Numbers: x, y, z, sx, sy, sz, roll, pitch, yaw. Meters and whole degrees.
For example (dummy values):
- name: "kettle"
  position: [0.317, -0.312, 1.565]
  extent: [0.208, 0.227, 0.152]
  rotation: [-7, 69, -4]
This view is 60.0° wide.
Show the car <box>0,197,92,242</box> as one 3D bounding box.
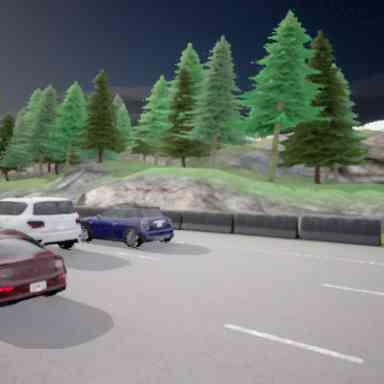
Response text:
- name: "car"
  position: [-6.695, 1.223, 13.072]
  extent: [5.566, 2.045, 2.150]
  rotation: [0, 0, 36]

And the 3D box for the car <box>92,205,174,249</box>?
- name: "car"
  position: [-3.050, 1.355, 14.768]
  extent: [4.553, 1.767, 2.097]
  rotation: [0, 0, 36]

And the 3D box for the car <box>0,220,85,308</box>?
- name: "car"
  position: [-4.626, 1.527, 7.293]
  extent: [4.674, 1.442, 1.812]
  rotation: [0, 0, 36]
